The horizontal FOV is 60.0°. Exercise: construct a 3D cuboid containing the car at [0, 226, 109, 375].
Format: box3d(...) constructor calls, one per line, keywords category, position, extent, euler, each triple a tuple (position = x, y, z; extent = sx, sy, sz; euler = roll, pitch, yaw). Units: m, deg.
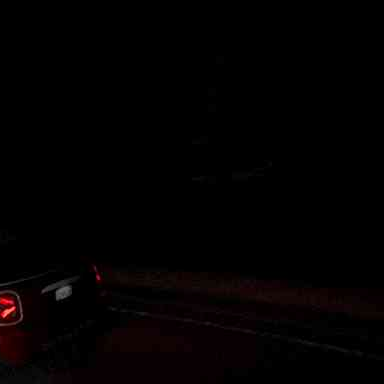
box3d(category="car", position=(-3.668, 1.370, 5.198), extent=(4.553, 1.767, 2.097), euler=(-1, 0, 22))
